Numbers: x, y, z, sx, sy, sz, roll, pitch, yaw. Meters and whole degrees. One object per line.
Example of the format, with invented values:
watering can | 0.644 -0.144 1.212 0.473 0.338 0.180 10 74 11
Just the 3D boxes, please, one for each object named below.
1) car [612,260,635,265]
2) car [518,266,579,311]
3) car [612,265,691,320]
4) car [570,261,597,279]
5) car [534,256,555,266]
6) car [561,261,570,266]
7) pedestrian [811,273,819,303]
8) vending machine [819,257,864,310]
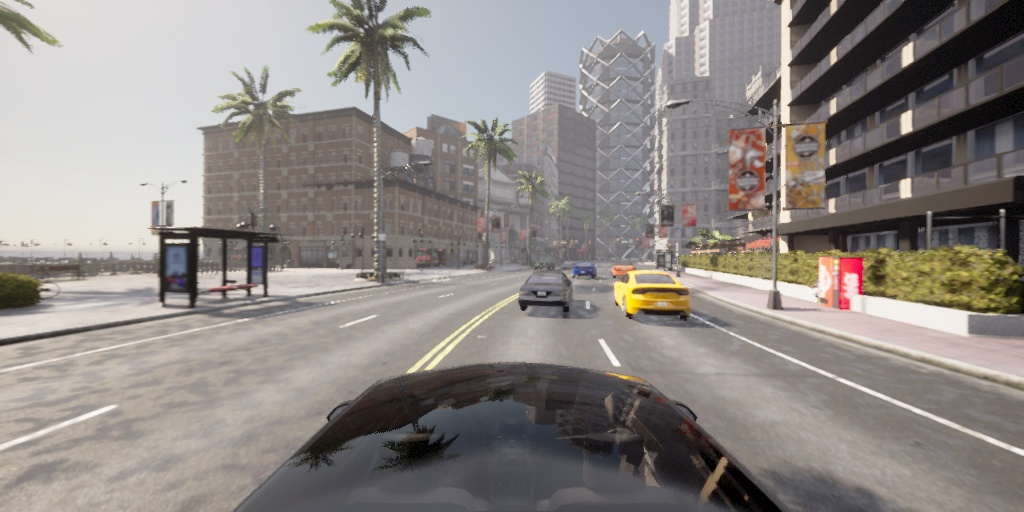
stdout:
car | 10.335 1.165 33.107 2.097 1.767 4.553 0 0 17
car | 1.495 1.308 14.502 2.033 1.411 5.357 0 0 11
car | 4.841 1.257 12.953 1.882 1.535 5.008 0 0 10
car | 6.986 1.272 34.144 1.882 1.535 5.008 0 0 17
car | 4.727 1.059 51.172 2.150 2.045 5.566 0 0 17
car | 8.082 1.416 50.183 2.033 1.411 5.357 0 0 17
pedestrian | 12.157 1.244 14.071 0.375 1.300 0.375 0 0 13
vending machine | 12.122 1.018 13.247 1.100 2.100 0.880 0 0 12
